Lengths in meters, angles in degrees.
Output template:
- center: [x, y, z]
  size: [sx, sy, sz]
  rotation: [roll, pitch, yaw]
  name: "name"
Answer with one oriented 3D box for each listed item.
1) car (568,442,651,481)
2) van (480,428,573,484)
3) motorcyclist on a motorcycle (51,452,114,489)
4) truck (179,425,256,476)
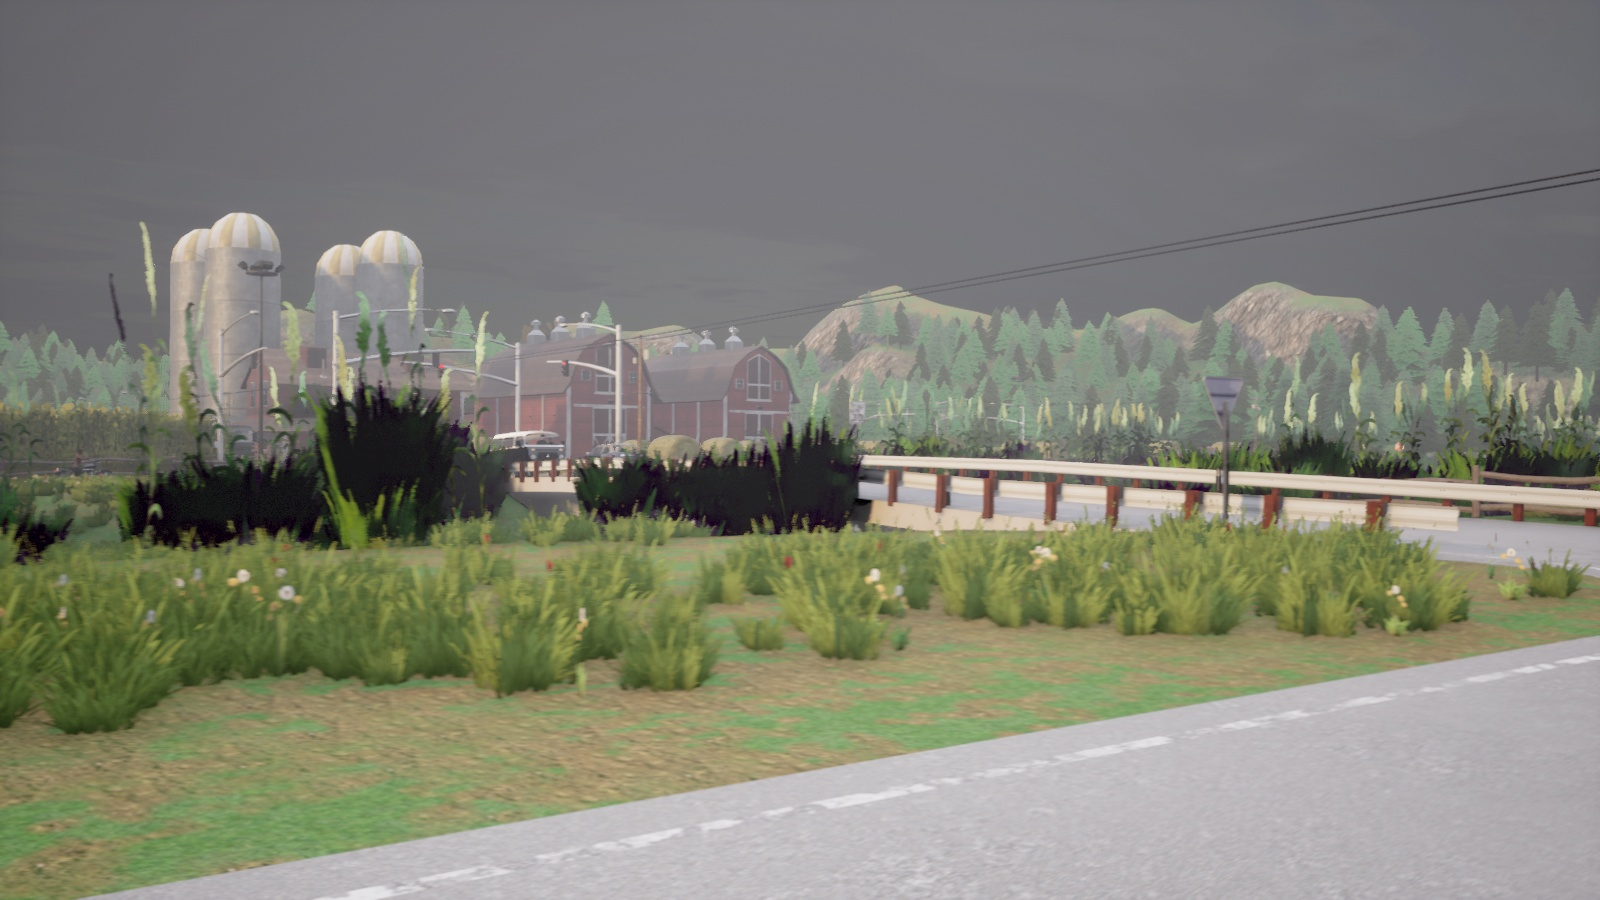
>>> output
- center: [-8.084, 0.505, 53.082]
  size: [1.970, 1.475, 3.806]
  rotation: [0, -3, -34]
  name: "car"
- center: [-11.267, 0.295, 51.524]
  size: [2.069, 2.038, 4.480]
  rotation: [0, -3, -35]
  name: "van"
- center: [-32.133, 0.899, 56.291]
  size: [2.350, 1.649, 0.766]
  rotation: [0, 0, -40]
  name: "motorcyclist on a motorcycle"
- center: [-41.401, 0.066, 89.162]
  size: [2.891, 3.462, 7.936]
  rotation: [0, 0, -41]
  name: "truck"
